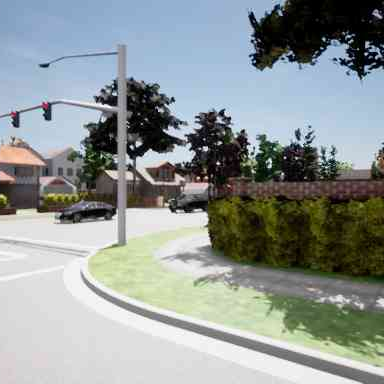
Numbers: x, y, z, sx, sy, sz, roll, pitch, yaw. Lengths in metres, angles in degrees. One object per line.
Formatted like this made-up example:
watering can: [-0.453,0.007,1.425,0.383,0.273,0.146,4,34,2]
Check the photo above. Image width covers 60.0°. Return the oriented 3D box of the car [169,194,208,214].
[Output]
car: [-0.215,1.212,36.354,2.150,2.045,5.566,0,0,35]

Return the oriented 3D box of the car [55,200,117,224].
car: [-7.974,1.481,25.269,2.128,1.511,4.902,0,0,35]
